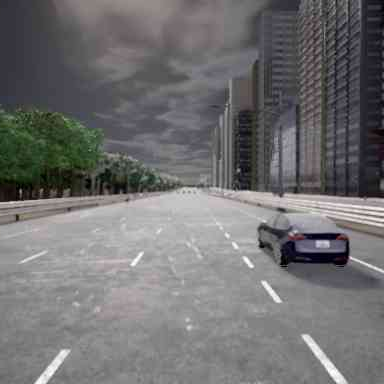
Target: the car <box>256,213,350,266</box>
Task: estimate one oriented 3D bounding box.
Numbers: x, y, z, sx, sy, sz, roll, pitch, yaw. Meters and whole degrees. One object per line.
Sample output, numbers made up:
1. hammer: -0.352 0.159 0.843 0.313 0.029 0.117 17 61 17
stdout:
1. car: 3.490 1.419 11.218 2.163 1.488 4.792 0 0 0
